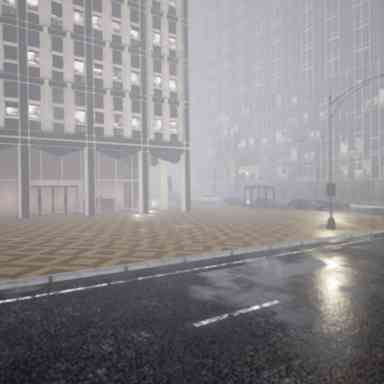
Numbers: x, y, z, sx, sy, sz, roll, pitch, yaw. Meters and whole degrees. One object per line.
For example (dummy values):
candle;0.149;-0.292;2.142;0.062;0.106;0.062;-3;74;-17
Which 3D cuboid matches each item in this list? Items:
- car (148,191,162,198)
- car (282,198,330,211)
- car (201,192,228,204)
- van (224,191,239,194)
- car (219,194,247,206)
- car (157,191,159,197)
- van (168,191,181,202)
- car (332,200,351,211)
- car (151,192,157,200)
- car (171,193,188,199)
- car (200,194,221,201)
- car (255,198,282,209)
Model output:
car;-9.281;0.636;83.444;1.967;1.590;4.097;-1;1;-34
car;12.526;1.386;36.401;1.947;1.339;4.313;-1;1;-34
car;3.266;1.112;54.811;1.812;1.442;4.674;-1;1;-34
van;6.739;0.806;59.971;1.690;1.788;3.998;-1;1;-34
car;6.180;1.281;45.834;1.947;1.339;4.313;-1;1;-34
car;-6.077;0.566;78.749;2.192;1.841;5.009;-1;1;-34
van;-3.386;0.898;59.943;1.690;1.788;3.998;-1;1;-34
car;15.173;1.380;37.334;1.895;1.301;4.718;-1;1;-34
car;-9.795;1.000;69.335;2.008;1.369;4.403;-1;1;-34
car;-2.872;0.887;74.058;1.802;1.307;4.206;-1;1;-34
car;3.536;0.994;64.668;1.802;1.307;4.206;-1;1;-34
car;9.336;1.350;41.107;1.802;1.307;4.206;-1;1;-34
